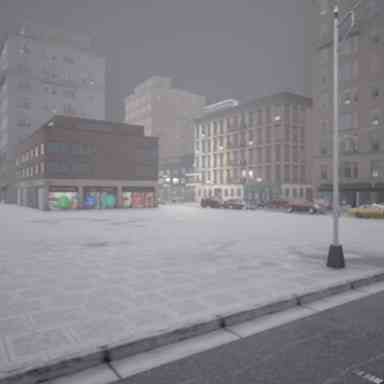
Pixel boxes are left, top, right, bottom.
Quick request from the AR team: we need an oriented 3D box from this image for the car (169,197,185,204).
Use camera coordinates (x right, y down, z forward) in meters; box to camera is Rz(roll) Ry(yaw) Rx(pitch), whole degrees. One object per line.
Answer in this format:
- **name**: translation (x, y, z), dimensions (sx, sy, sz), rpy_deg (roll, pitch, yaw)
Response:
- **car**: translation (-3.223, 1.738, 71.107), dimensions (2.008, 1.369, 4.403), rpy_deg (0, 0, -35)

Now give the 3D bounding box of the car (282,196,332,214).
- **car**: translation (13.152, 1.544, 38.223), dimensions (2.097, 1.767, 4.553), rpy_deg (0, 0, -35)

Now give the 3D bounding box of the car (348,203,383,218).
- **car**: translation (16.325, 1.718, 29.281), dimensions (1.752, 1.417, 4.829), rpy_deg (0, 0, -35)

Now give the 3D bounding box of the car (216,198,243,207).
- **car**: translation (6.437, 1.718, 57.342), dimensions (1.752, 1.417, 4.829), rpy_deg (0, 0, -35)

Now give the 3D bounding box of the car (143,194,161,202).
- **car**: translation (-9.727, 1.500, 80.376), dimensions (2.192, 1.841, 5.009), rpy_deg (0, 0, -35)

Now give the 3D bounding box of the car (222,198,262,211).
- **car**: translation (6.470, 1.738, 43.324), dimensions (2.008, 1.369, 4.403), rpy_deg (0, 0, -35)

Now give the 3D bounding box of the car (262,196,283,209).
- **car**: translation (13.039, 1.511, 47.934), dimensions (2.192, 1.841, 5.009), rpy_deg (0, 0, -35)

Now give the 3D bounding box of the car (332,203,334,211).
- **car**: translation (16.292, 1.638, 43.299), dimensions (1.967, 1.590, 4.097), rpy_deg (0, 0, -35)

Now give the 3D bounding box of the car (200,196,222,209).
- **car**: translation (3.218, 1.500, 47.959), dimensions (2.192, 1.841, 5.009), rpy_deg (0, 0, -35)

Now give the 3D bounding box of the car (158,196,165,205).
- **car**: translation (-6.540, 1.762, 61.863), dimensions (1.802, 1.307, 4.206), rpy_deg (0, 0, -35)

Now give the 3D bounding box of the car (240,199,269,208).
- **car**: translation (9.787, 1.760, 52.568), dimensions (1.947, 1.339, 4.313), rpy_deg (0, 0, -35)
